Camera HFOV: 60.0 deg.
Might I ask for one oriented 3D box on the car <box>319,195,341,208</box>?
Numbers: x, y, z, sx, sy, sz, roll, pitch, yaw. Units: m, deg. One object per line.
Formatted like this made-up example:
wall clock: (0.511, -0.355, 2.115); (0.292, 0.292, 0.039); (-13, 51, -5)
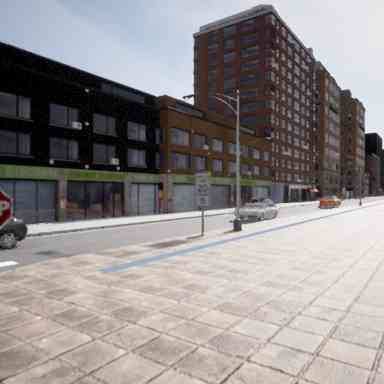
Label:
car: (19.218, 1.253, 46.110); (2.097, 1.767, 4.553); (0, 0, 36)

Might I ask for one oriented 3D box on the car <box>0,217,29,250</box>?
car: (-8.612, 1.471, 12.172); (1.837, 1.490, 4.892); (0, 0, 35)

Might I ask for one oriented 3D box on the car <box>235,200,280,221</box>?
car: (5.355, 1.541, 26.672); (1.895, 1.301, 4.718); (0, 0, 36)

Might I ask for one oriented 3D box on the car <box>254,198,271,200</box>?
car: (6.998, 1.422, 34.026); (1.837, 1.490, 4.892); (0, 0, 36)
